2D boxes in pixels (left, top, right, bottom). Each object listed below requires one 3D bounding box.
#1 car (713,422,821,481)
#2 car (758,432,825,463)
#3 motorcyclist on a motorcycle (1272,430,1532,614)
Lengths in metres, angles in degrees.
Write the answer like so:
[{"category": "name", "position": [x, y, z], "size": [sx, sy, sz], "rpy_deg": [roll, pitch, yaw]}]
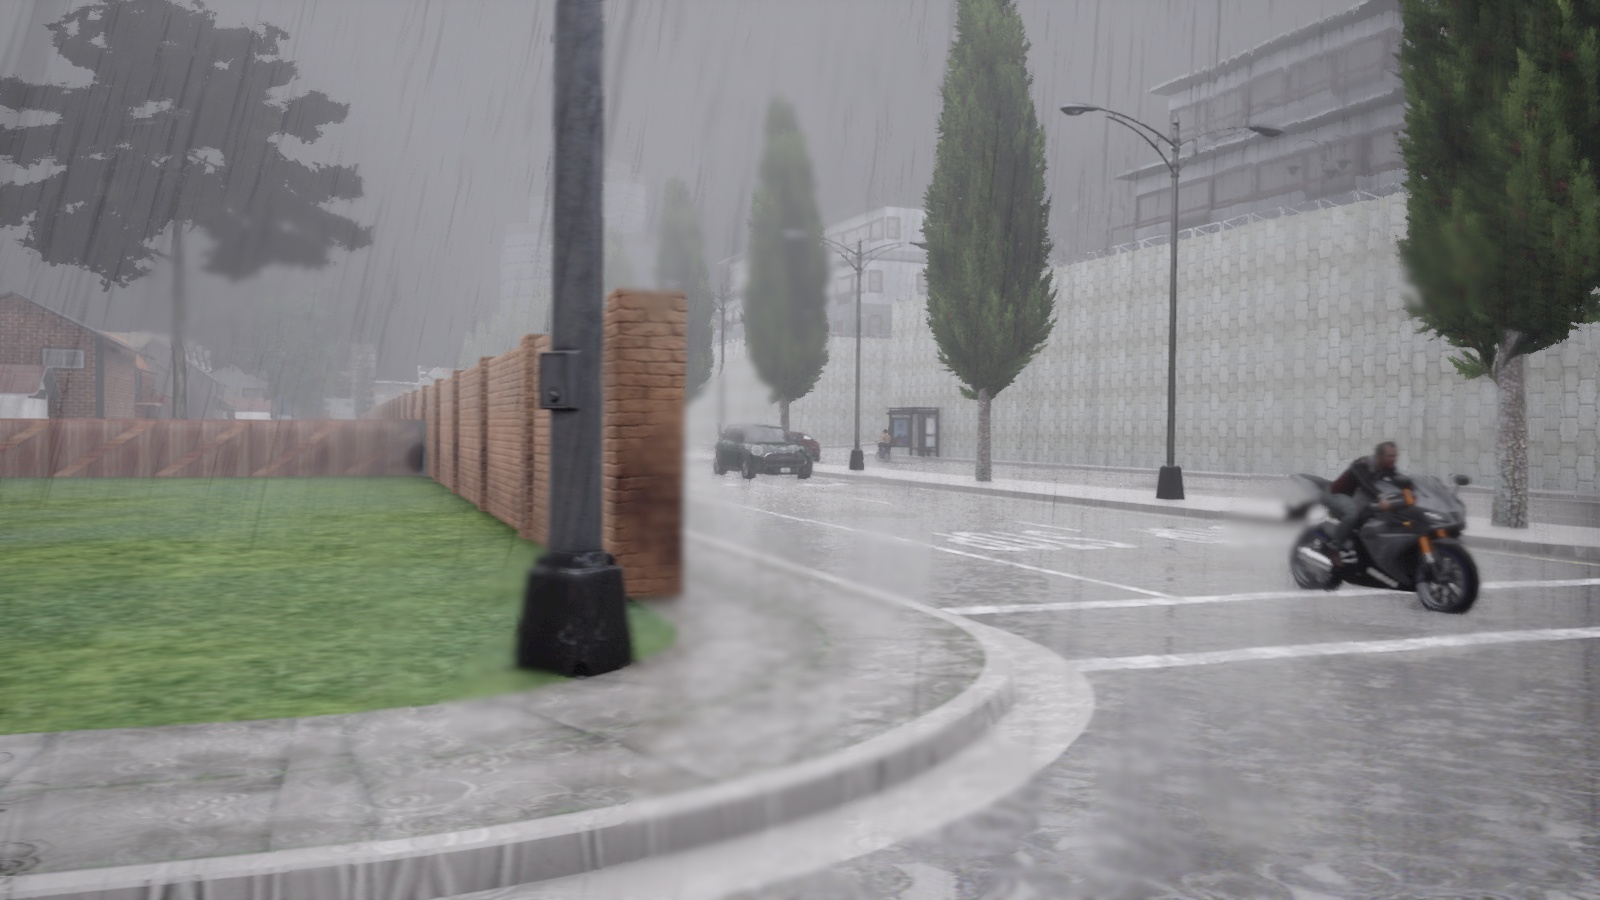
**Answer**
[{"category": "car", "position": [-1.137, 0.022, 40.249], "size": [2.097, 1.767, 4.553], "rpy_deg": [-1, 1, -20]}, {"category": "car", "position": [-0.483, -0.167, 61.920], "size": [1.812, 1.442, 4.674], "rpy_deg": [-1, 1, -20]}, {"category": "motorcyclist on a motorcycle", "position": [5.503, 0.587, 11.664], "size": [0.866, 1.530, 2.191], "rpy_deg": [-1, 1, -20]}]
